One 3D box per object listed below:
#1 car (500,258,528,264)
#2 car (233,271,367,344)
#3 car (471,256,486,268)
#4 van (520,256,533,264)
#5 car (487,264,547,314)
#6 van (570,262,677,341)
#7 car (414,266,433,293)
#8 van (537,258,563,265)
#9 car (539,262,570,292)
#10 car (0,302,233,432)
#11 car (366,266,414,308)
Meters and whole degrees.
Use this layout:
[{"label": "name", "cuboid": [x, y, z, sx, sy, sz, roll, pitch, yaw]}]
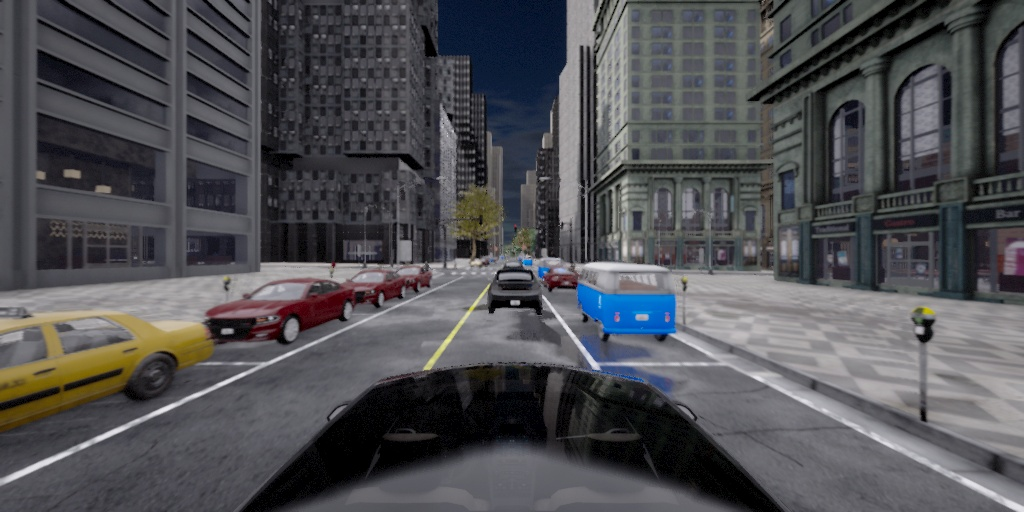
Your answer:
[{"label": "car", "cuboid": [0.102, 1.152, 30.540, 1.882, 1.535, 5.008, 0, 0, 0]}, {"label": "car", "cuboid": [-5.776, 1.274, 9.522, 1.888, 1.381, 4.507, 0, 0, 0]}, {"label": "car", "cuboid": [-5.760, 1.139, 58.495, 1.751, 1.417, 4.829, 0, 0, 0]}, {"label": "van", "cuboid": [2.773, 0.944, 64.061, 1.690, 1.789, 3.998, 0, 0, 0]}, {"label": "car", "cuboid": [0.102, 1.221, 13.633, 1.837, 1.490, 4.892, 0, 0, 0]}, {"label": "van", "cuboid": [2.775, 1.069, 9.503, 1.690, 1.789, 3.998, 0, 0, 0]}, {"label": "car", "cuboid": [-5.777, 1.244, 20.572, 1.888, 1.381, 4.507, 0, 0, 0]}, {"label": "van", "cuboid": [2.780, 1.026, 26.077, 1.690, 1.789, 3.998, 0, 0, 0]}, {"label": "car", "cuboid": [2.778, 1.244, 20.552, 1.888, 1.381, 4.507, 0, 0, 0]}, {"label": "car", "cuboid": [-5.776, 1.269, 3.826, 1.751, 1.417, 4.829, 0, 0, 0]}, {"label": "car", "cuboid": [-5.776, 1.259, 15.047, 1.888, 1.381, 4.507, 0, 0, 0]}]
